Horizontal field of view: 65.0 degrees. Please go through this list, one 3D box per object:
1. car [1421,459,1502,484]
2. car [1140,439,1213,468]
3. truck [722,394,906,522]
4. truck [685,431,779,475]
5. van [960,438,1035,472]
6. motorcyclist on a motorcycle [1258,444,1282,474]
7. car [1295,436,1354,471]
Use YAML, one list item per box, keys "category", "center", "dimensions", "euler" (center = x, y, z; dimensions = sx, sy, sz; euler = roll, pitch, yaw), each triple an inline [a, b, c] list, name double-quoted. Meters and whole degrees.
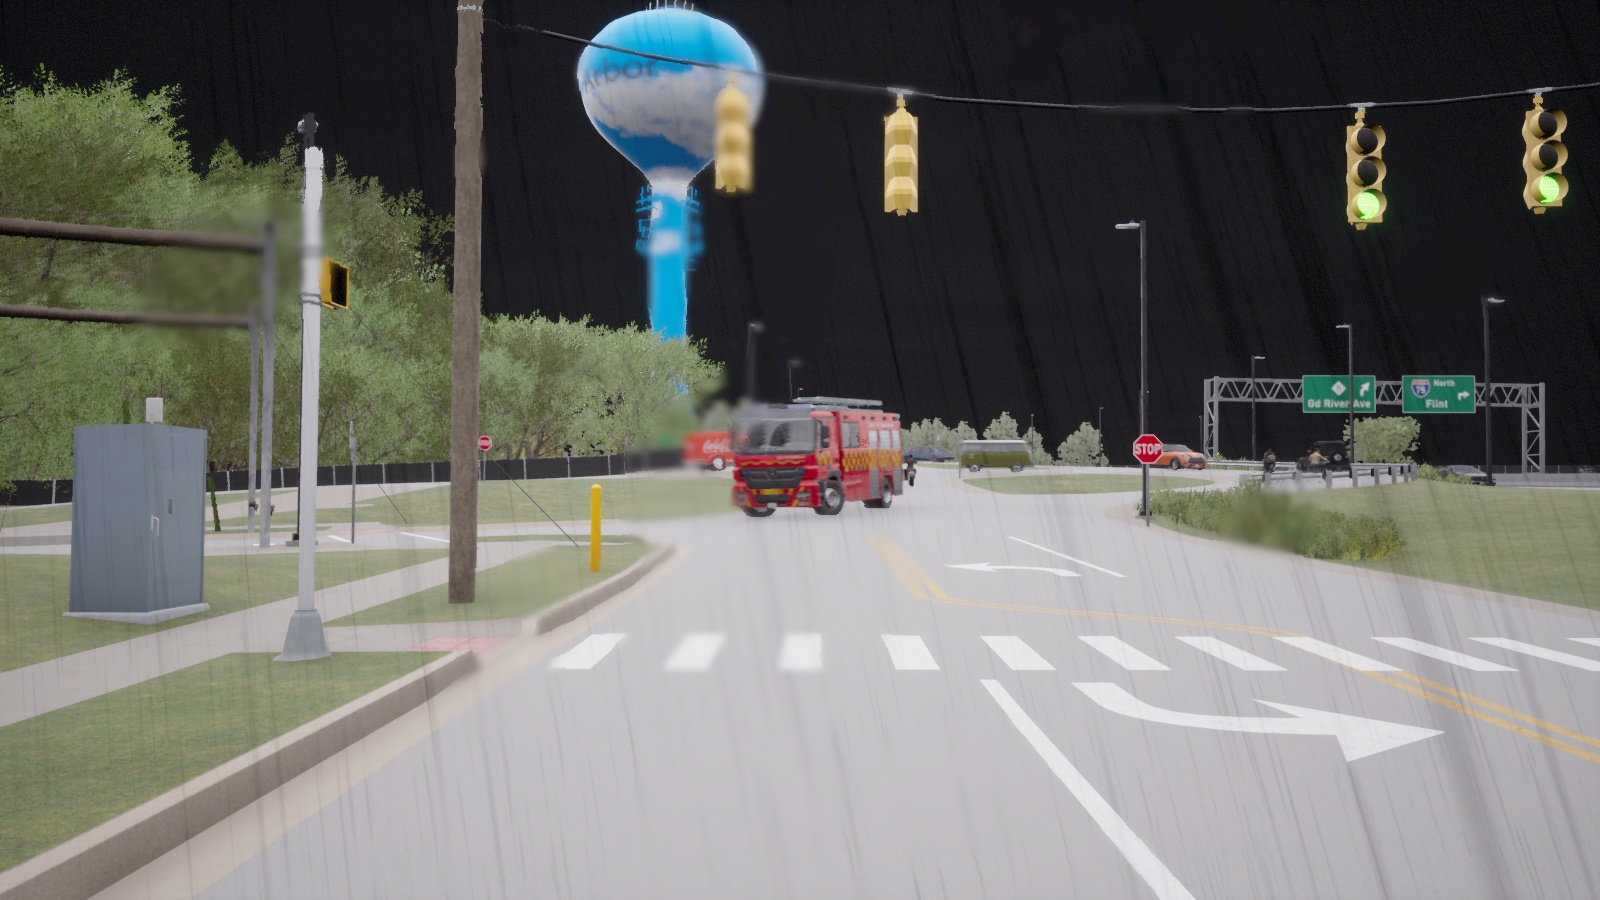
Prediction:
- category: "car"
  center: [38.954, 1.265, 74.124]
  dimensions: [2.033, 1.411, 5.357]
  euler: [0, -1, 1]
- category: "car"
  center: [24.075, 0.201, 80.483]
  dimensions: [2.097, 1.767, 4.553]
  euler: [0, 0, -20]
- category: "truck"
  center: [0.712, 0.202, 42.190]
  dimensions: [2.891, 3.827, 8.468]
  euler: [-2, 0, 24]
- category: "truck"
  center: [-4.310, 0.201, 79.118]
  dimensions: [5.204, 2.467, 2.627]
  euler: [-2, -1, -24]
- category: "van"
  center: [12.064, 0.293, 76.924]
  dimensions: [4.442, 1.987, 1.775]
  euler: [0, 2, 4]
- category: "motorcyclist on a motorcycle"
  center: [25.023, 0.471, 66.867]
  dimensions: [0.797, 1.523, 2.044]
  euler: [-2, 0, 10]
- category: "car"
  center: [29.126, 0.204, 69.848]
  dimensions: [1.905, 1.878, 3.866]
  euler: [0, 0, 5]
